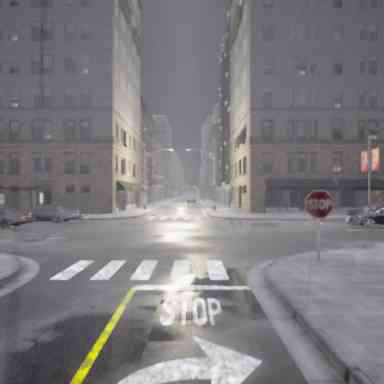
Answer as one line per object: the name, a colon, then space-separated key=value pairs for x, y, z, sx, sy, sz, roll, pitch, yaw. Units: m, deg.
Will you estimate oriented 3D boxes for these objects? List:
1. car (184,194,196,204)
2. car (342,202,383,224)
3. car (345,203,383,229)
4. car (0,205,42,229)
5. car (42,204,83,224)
car: x=-0.130 y=1.803 z=71.392 sx=2.128 sy=1.511 sz=4.902 roll=0 pitch=0 yaw=0
car: x=14.159 y=1.555 z=24.925 sx=4.902 sy=1.511 sz=2.128 roll=0 pitch=0 yaw=0
car: x=12.568 y=1.549 z=21.675 sx=4.902 sy=1.511 sz=2.128 roll=0 pitch=0 yaw=0
car: x=-13.067 y=1.640 z=21.669 sx=5.357 sy=1.411 sz=2.033 roll=0 pitch=0 yaw=0
car: x=-11.021 y=1.645 z=24.919 sx=5.357 sy=1.411 sz=2.033 roll=0 pitch=0 yaw=0
